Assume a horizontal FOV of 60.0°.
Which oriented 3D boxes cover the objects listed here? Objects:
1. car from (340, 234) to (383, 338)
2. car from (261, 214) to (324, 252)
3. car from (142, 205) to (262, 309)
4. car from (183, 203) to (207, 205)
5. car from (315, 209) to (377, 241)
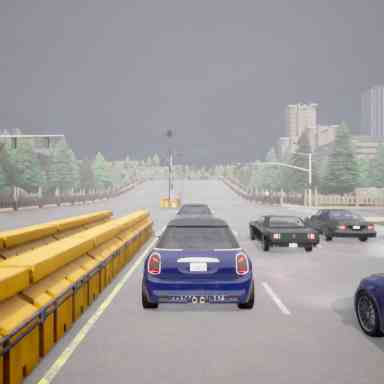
[{"bbox_3d":[3.610,1.526,3.652,1.812,1.442,4.674,0,0,0],"label":"car"},{"bbox_3d":[3.626,1.601,14.003,1.895,1.301,4.718,0,0,1],"label":"car"},{"bbox_3d":[0.117,1.352,8.032,2.097,1.767,4.553,0,0,0],"label":"car"},{"bbox_3d":[0.135,1.352,16.968,2.097,1.767,4.553,0,0,0],"label":"car"},{"bbox_3d":[7.111,1.547,16.577,2.033,1.411,5.357,0,0,4],"label":"car"}]
